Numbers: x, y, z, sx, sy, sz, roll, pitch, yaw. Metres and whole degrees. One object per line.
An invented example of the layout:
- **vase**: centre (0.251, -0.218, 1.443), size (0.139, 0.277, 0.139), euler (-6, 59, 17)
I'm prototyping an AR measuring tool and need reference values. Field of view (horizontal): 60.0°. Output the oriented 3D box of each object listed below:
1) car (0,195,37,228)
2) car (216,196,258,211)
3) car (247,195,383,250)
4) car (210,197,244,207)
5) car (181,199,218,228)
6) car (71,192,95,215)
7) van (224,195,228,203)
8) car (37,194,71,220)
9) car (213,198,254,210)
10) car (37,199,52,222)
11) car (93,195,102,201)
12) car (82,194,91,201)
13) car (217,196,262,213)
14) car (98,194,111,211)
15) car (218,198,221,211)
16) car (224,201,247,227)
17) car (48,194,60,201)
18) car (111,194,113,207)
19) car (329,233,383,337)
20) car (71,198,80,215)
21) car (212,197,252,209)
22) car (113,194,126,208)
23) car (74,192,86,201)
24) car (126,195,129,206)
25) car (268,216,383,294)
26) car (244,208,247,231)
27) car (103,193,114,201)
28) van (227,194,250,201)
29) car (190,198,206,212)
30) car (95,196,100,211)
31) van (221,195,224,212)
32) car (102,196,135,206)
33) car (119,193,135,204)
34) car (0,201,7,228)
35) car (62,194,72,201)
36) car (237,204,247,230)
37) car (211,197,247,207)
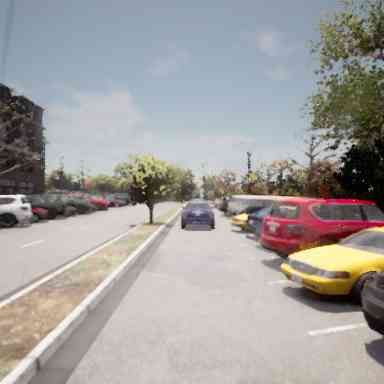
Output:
- **car**: centre (-13.127, 1.239, 20.933), size (5.566, 2.045, 2.435), euler (-1, 0, -19)
- **car**: centre (5.474, 1.411, 40.630), size (4.553, 1.767, 2.185), euler (1, 0, -19)
- **car**: centre (4.956, 1.249, 10.876), size (5.566, 2.045, 2.435), euler (1, 0, -19)
- **car**: centre (5.702, 1.553, 54.191), size (4.892, 1.521, 2.231), euler (1, 0, -19)
- **car**: centre (0.392, 1.380, 22.302), size (2.097, 1.767, 4.553), euler (0, 0, 1)
- **car**: centre (-12.861, 1.255, 32.980), size (5.566, 2.045, 2.435), euler (-1, 0, -19)
- **van**: centre (5.072, 1.291, 25.701), size (4.442, 1.987, 1.878), euler (1, 0, -19)
- **car**: centre (-13.019, 1.247, 26.941), size (5.566, 2.045, 2.435), euler (-1, 0, -19)
- **car**: centre (5.480, 1.570, 43.999), size (4.792, 1.488, 2.163), euler (1, 0, -19)
- **car**: centre (-13.049, 1.494, 23.951), size (5.008, 1.535, 2.097), euler (-1, 0, -19)
- **car**: centre (-25.831, 1.764, 90.872), size (2.231, 1.521, 4.892), euler (1, -3, -18)
- **car**: centre (-28.845, 1.636, 90.937), size (2.185, 1.767, 4.553), euler (1, -3, -18)
- **car**: centre (5.358, 1.407, 37.641), size (4.553, 1.767, 2.185), euler (1, 0, -19)
- **car**: centre (-12.748, 1.263, 38.993), size (5.566, 2.045, 2.435), euler (-1, 0, -19)
- **car**: centre (5.312, 1.275, 31.706), size (5.566, 2.045, 2.435), euler (1, 0, -19)
- **car**: centre (4.900, 1.506, 19.726), size (5.366, 1.575, 1.946), euler (1, 0, -19)
- **car**: centre (-30.702, 1.230, 74.067), size (2.231, 1.521, 4.892), euler (0, -1, -18)
- **car**: centre (-12.679, 1.393, 41.989), size (4.553, 1.767, 2.185), euler (-1, 0, -19)
- **car**: centre (4.848, 1.494, 4.923), size (4.892, 1.521, 2.231), euler (1, 0, -19)
- **car**: centre (-12.909, 1.532, 29.972), size (4.792, 1.488, 2.163), euler (-1, 0, -19)
- **car**: centre (5.742, 1.545, 47.470), size (5.366, 1.575, 1.946), euler (1, 0, -19)
- **car**: centre (-12.584, 1.528, 48.006), size (5.008, 1.535, 2.097), euler (-1, 0, -19)
- **car**: centre (-24.772, 0.976, 73.866), size (2.435, 2.045, 5.566), euler (1, -1, -18)
- **car**: centre (-12.513, 1.569, 51.031), size (4.674, 1.452, 2.002), euler (-1, 0, -19)
- **car**: centre (4.713, 1.491, 7.826), size (5.366, 1.575, 1.946), euler (1, 0, -19)
- **car**: centre (4.949, 1.533, 13.825), size (4.792, 1.488, 2.163), euler (1, 0, -19)
- **car**: centre (-22.828, 1.511, 90.803), size (2.435, 2.045, 5.566), euler (1, -3, -18)
- **van**: centre (5.022, 1.287, 22.723), size (4.442, 1.987, 1.878), euler (1, 0, -19)
- **car**: centre (0.708, 1.528, 40.381), size (1.882, 1.535, 5.008), euler (0, 0, 1)
- **car**: centre (-12.800, 1.540, 35.984), size (4.792, 1.488, 2.163), euler (-1, 0, -19)
- **van**: centre (5.122, 1.295, 28.678), size (4.442, 1.987, 1.878), euler (1, 0, -19)
- **car**: centre (-12.555, 1.513, 57.008), size (5.366, 1.575, 1.946), euler (-1, 1, -19)
- **car**: centre (-12.473, 1.273, 54.032), size (5.566, 2.045, 2.435), euler (-1, 0, -19)
- **car**: centre (-13.157, 1.486, 17.942), size (5.008, 1.535, 2.097), euler (-1, 0, -19)
- **car**: centre (-27.746, 1.268, 73.977), size (2.002, 1.452, 4.674), euler (1, -1, -18)
- **car**: centre (5.052, 1.537, 16.827), size (4.792, 1.488, 2.163), euler (1, 0, -19)
- **car**: centre (5.627, 1.550, 50.798), size (4.892, 1.521, 2.231), euler (1, 0, -19)
